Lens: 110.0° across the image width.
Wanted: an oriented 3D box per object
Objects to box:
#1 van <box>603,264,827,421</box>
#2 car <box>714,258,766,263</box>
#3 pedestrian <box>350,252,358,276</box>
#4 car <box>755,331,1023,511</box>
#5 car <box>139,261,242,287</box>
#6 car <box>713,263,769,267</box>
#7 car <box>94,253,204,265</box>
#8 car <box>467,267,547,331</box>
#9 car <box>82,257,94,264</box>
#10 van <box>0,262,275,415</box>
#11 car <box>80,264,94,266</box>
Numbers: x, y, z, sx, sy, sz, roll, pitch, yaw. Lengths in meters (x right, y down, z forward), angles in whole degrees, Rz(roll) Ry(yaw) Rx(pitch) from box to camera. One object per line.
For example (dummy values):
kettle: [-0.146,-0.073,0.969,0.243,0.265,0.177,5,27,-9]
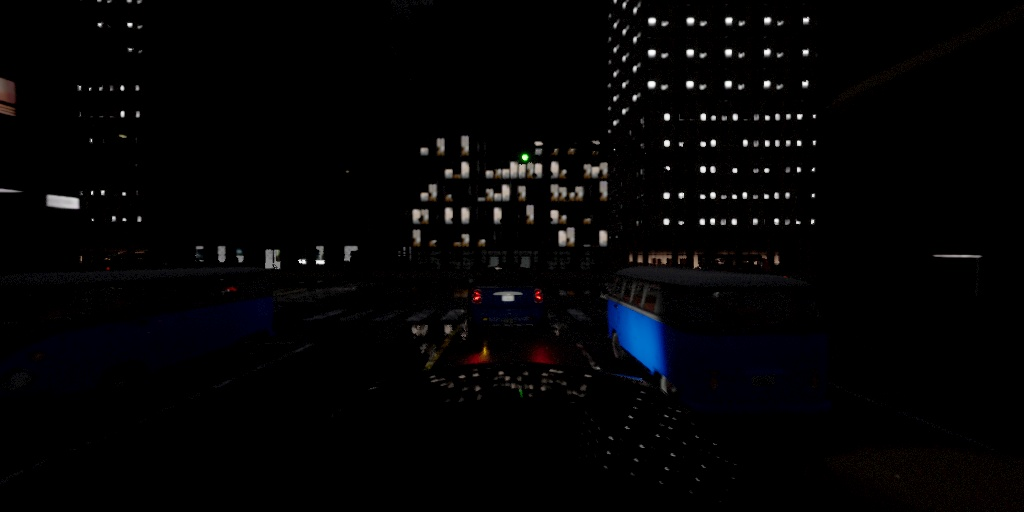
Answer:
van: [2.689,1.085,5.662,1.690,1.789,3.998,0,0,0]
car: [15.232,1.064,25.001,5.009,1.841,2.192,0,0,0]
pedestrian: [-12.395,0.610,28.090,0.375,1.860,0.375,0,1,0]
car: [2.689,1.277,0.230,1.751,1.417,4.829,0,0,0]
car: [-20.146,1.116,22.617,4.892,1.490,1.837,0,1,0]
car: [14.673,1.349,22.403,4.181,1.385,1.994,0,1,0]
car: [-18.447,0.890,19.393,5.566,2.045,2.150,0,1,0]
car: [-0.290,1.105,11.172,2.097,1.767,4.553,0,0,-5]
car: [-28.202,0.851,25.259,5.009,1.841,2.192,0,0,0]
van: [-5.692,1.086,5.690,1.690,1.789,3.998,0,0,0]
car: [-22.731,1.232,16.847,4.507,1.381,1.888,0,0,0]
